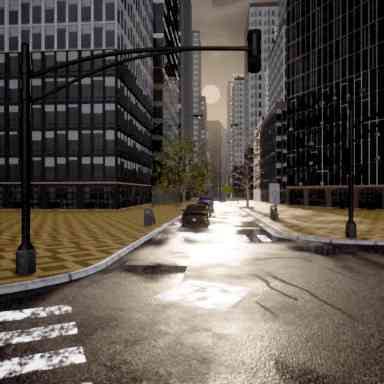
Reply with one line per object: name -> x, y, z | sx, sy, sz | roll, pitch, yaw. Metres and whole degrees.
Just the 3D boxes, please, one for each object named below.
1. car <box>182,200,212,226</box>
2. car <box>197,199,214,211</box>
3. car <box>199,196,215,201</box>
car -> 0.341, 1.653, 25.167 | 1.882, 1.535, 5.008 | 0, 0, 4
car -> 1.119, 1.776, 35.357 | 1.812, 1.442, 4.674 | 0, 0, 4
car -> 1.928, 1.553, 45.986 | 2.150, 2.045, 5.566 | 0, 0, 4
